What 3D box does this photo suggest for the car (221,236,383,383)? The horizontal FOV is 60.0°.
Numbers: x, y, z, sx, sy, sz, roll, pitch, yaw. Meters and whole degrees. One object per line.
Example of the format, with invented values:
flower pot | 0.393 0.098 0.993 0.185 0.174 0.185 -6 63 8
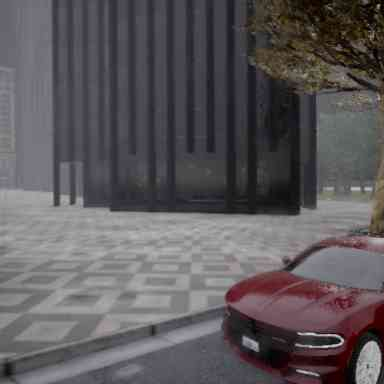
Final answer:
car | 2.708 1.498 5.319 5.008 1.535 1.882 0 0 -36
